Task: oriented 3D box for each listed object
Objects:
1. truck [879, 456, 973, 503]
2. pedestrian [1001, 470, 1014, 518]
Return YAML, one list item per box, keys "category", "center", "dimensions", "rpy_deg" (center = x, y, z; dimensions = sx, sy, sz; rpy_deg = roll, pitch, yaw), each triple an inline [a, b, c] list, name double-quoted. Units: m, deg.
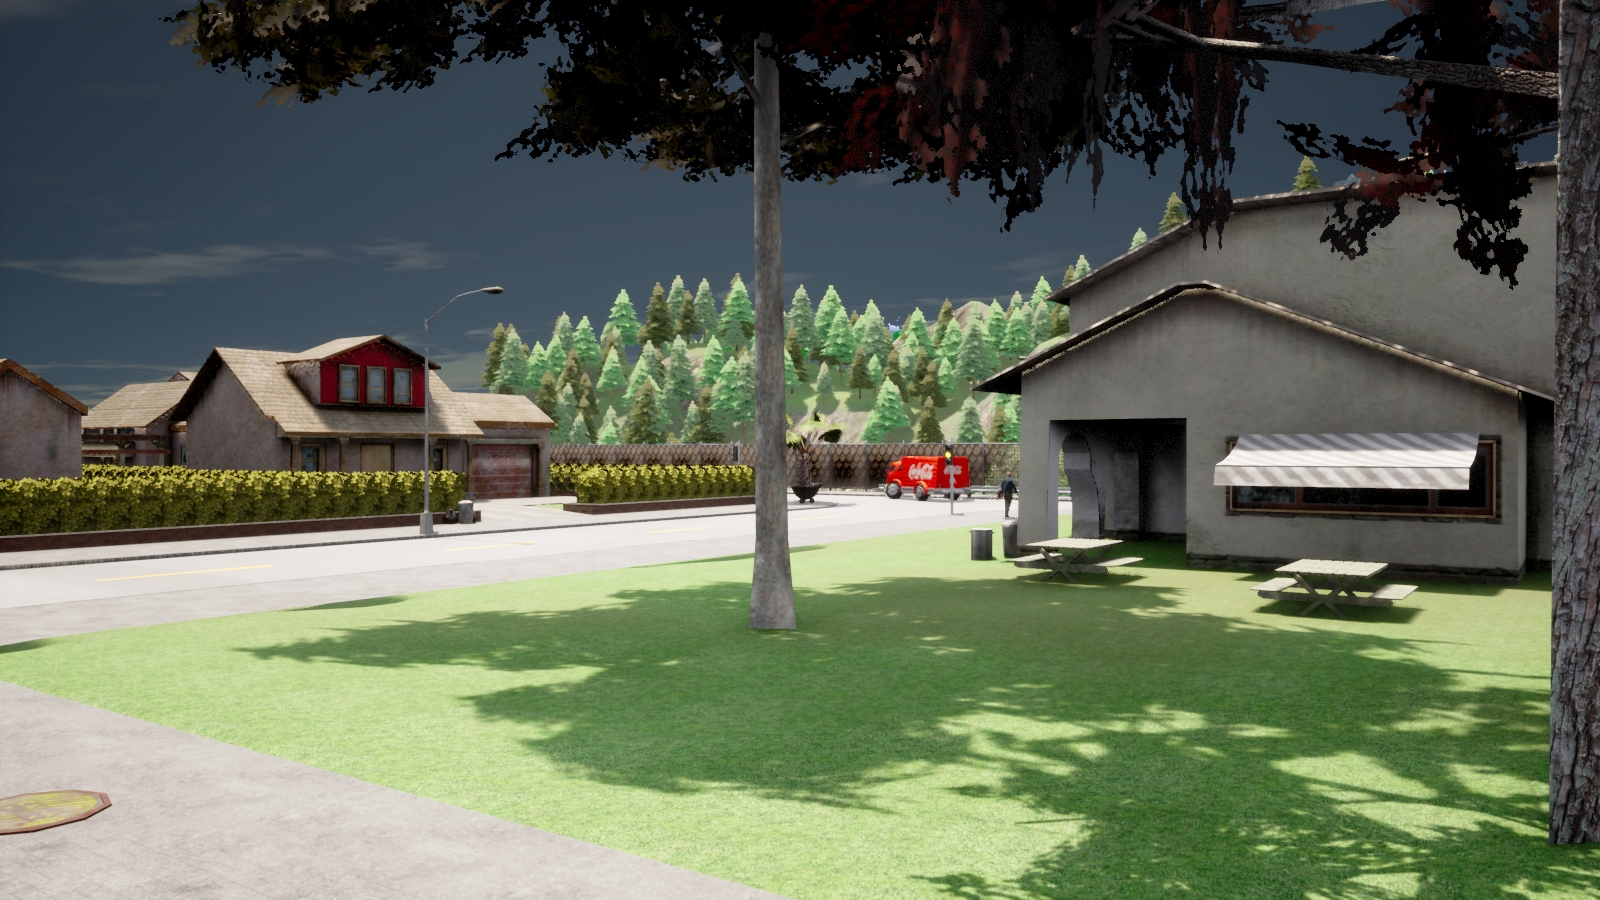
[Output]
- category: "truck"
  center: [6.975, 1.573, 63.963]
  dimensions: [2.627, 2.467, 5.204]
  rpy_deg: [0, 0, -30]
- category: "pedestrian"
  center: [8.129, 1.737, 44.757]
  dimensions: [0.375, 1.860, 0.375]
  rpy_deg: [0, 0, 35]
